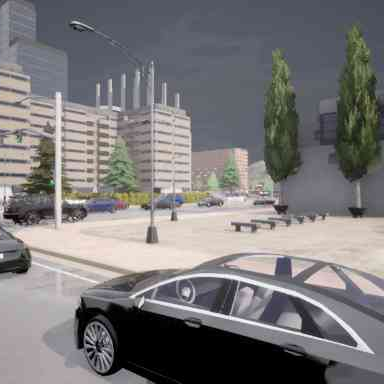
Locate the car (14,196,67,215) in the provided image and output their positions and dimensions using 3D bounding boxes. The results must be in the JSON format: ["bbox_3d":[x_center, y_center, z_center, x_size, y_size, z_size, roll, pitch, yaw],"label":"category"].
[{"bbox_3d":[-15.447,1.352,34.113,2.097,1.767,4.553,0,0,42],"label":"car"}]

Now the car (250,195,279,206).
[{"bbox_3d":[11.923,1.601,54.618,1.895,1.301,4.718,0,0,41],"label":"car"}]

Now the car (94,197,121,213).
[{"bbox_3d":[-10.186,1.352,34.744,2.097,1.767,4.553,0,0,41],"label":"car"}]

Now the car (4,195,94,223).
[{"bbox_3d":[-10.242,1.221,23.679,2.150,2.045,5.566,0,0,41],"label":"car"}]

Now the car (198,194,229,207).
[{"bbox_3d":[2.830,1.492,49.752,2.128,1.511,4.902,0,0,41],"label":"car"}]

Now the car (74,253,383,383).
[{"bbox_3d":[0.574,1.492,3.866,4.902,1.511,2.128,0,0,37],"label":"car"}]

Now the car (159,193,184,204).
[{"bbox_3d":[-3.591,1.221,47.697,2.150,2.045,5.566,0,0,41],"label":"car"}]

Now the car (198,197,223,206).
[{"bbox_3d":[3.125,1.526,55.414,1.812,1.442,4.674,0,0,41],"label":"car"}]

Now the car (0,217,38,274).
[{"bbox_3d":[-6.333,1.564,9.484,4.181,1.385,1.994,0,0,40],"label":"car"}]

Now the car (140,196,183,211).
[{"bbox_3d":[-3.982,1.547,41.906,2.033,1.411,5.357,0,0,41],"label":"car"}]

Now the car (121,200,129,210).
[{"bbox_3d":[-9.749,1.564,40.588,1.994,1.385,4.181,0,0,41],"label":"car"}]
